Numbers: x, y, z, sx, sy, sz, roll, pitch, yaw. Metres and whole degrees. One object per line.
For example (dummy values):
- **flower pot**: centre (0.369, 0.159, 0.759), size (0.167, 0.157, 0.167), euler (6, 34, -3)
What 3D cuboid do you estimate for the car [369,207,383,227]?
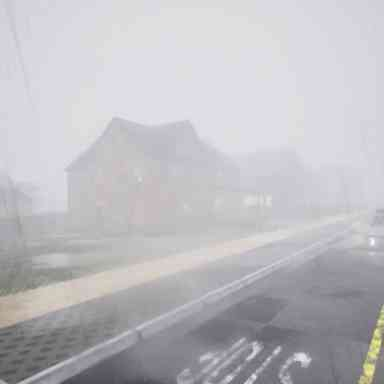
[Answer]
- **car**: centre (15.044, 1.899, 25.719), size (1.837, 1.490, 4.892), euler (-2, -2, 34)
